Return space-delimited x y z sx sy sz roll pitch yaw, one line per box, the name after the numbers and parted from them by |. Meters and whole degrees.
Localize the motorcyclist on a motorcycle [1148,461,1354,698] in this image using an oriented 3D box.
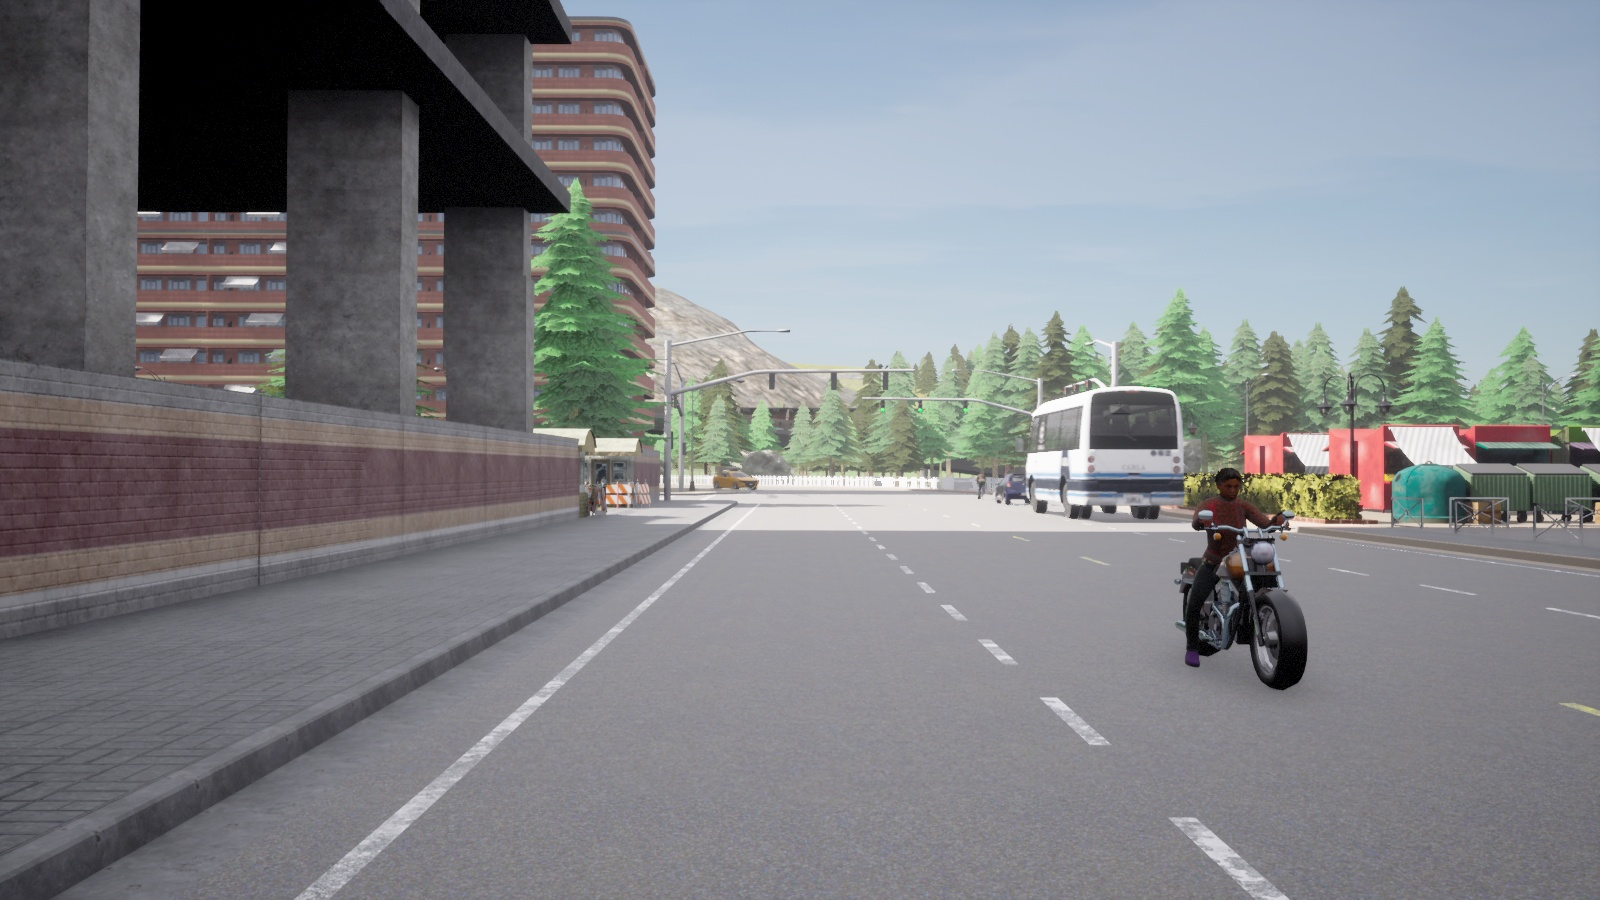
3.475 0.918 9.942 0.766 1.649 2.350 0 -1 0 | motorcyclist on a motorcycle

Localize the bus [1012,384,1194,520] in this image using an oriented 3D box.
10.382 0.144 44.602 3.944 4.253 10.273 0 -1 0 | bus

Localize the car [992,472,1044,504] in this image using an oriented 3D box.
10.351 1.791 59.887 1.845 1.501 3.633 0 -1 0 | car
